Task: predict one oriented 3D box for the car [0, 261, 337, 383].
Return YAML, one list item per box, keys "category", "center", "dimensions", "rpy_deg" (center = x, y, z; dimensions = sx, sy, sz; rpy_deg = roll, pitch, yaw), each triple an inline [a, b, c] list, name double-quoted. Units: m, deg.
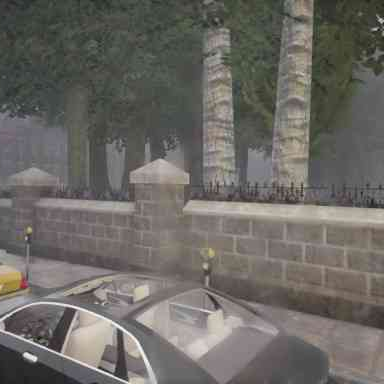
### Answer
- category: "car"
  center: [-0.872, 1.550, 3.416]
  dimensions: [4.403, 1.369, 2.008]
  rpy_deg: [0, 1, 36]
